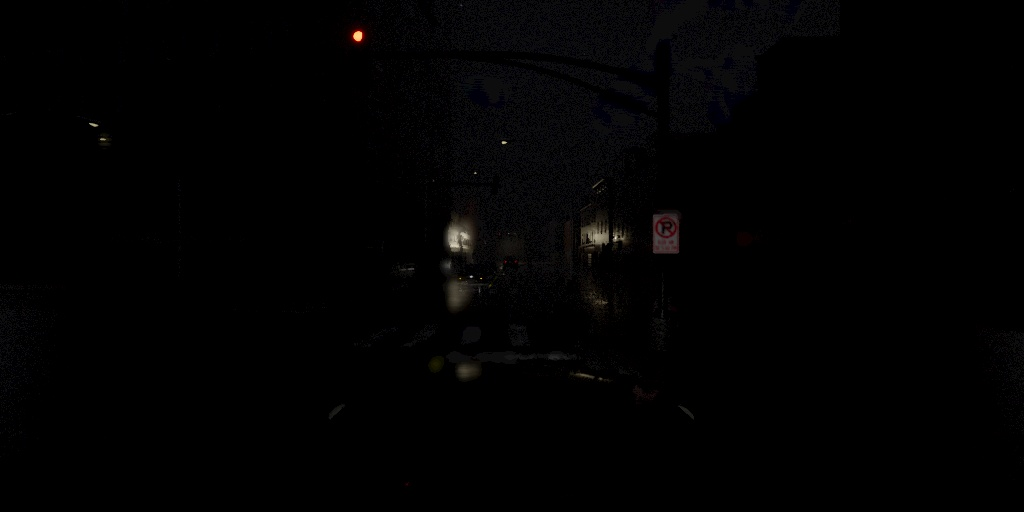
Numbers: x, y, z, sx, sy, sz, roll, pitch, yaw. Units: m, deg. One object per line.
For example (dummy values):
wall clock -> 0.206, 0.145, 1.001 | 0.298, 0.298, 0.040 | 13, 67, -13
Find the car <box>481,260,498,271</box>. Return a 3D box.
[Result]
car -> -3.028, 1.304, 49.830 | 2.033, 1.411, 5.357 | 0, 0, 0

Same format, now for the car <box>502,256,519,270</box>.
car -> -0.198, 0.979, 52.573 | 2.150, 2.045, 5.566 | 0, 0, 0

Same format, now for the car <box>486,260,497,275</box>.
car -> -2.992, 1.300, 38.391 | 2.033, 1.411, 5.357 | 0, 0, 0

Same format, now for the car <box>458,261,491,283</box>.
car -> -2.951, 1.314, 27.900 | 1.994, 1.385, 4.181 | 0, 0, 0
